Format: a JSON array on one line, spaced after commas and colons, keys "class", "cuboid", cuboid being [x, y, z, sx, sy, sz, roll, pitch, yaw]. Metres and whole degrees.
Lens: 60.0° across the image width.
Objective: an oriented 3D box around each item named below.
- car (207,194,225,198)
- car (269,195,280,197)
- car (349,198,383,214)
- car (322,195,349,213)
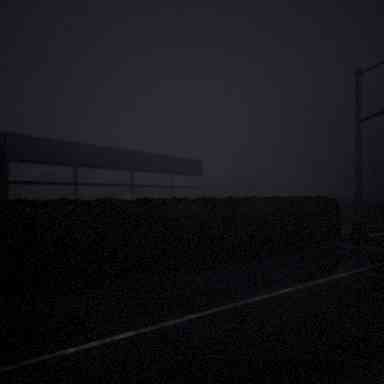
[{"class": "car", "cuboid": [4.122, 1.460, 71.412, 4.605, 1.855, 1.932, 0, 0, -36]}, {"class": "car", "cuboid": [19.991, 1.552, 79.172, 5.027, 1.636, 2.152, 0, 0, -36]}, {"class": "car", "cuboid": [19.529, 1.521, 36.284, 4.514, 1.523, 2.007, 0, 0, -36]}, {"class": "car", "cuboid": [17.630, 1.525, 38.781, 5.027, 1.636, 2.152, 0, 0, -36]}]
